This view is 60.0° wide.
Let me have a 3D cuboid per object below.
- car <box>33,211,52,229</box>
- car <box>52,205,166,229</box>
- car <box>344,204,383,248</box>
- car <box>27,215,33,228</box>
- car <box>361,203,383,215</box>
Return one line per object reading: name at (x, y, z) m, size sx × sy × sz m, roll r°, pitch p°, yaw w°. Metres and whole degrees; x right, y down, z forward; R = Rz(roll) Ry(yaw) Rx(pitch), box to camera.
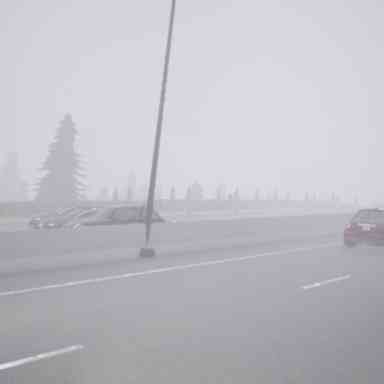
car at (-5.316, 1.524, 17.396) m, size 4.902 × 1.511 × 2.128 m, roll 0°, pitch 0°, yaw -35°
car at (-3.341, 1.385, 14.504) m, size 4.553 × 1.767 × 2.097 m, roll 0°, pitch 0°, yaw -35°
car at (8.481, 1.440, 14.094) m, size 4.553 × 1.767 × 2.097 m, roll 0°, pitch 0°, yaw -35°
car at (-7.293, 1.524, 20.284) m, size 4.902 × 1.511 × 2.128 m, roll 0°, pitch 0°, yaw -35°
car at (23.512, 2.156, 42.241) m, size 4.181 × 1.385 × 1.994 m, roll 4°, pitch -2°, yaw -36°
